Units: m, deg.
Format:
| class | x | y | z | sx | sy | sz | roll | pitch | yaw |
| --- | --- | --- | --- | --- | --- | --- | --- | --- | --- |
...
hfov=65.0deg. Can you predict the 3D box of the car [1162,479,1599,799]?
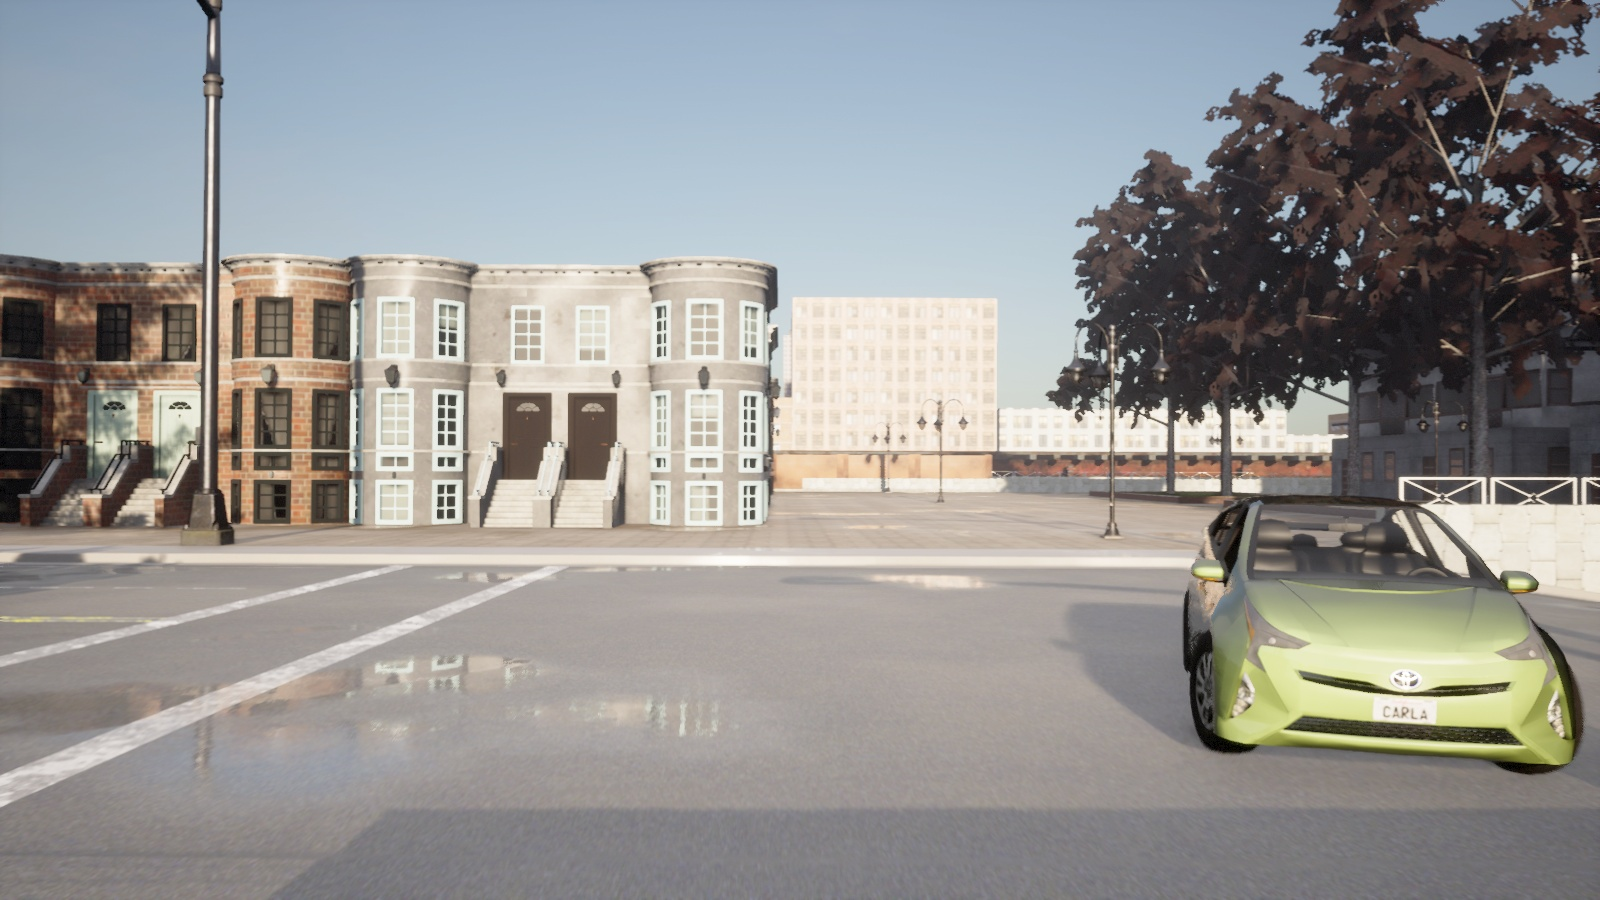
| class | x | y | z | sx | sy | sz | roll | pitch | yaw |
| --- | --- | --- | --- | --- | --- | --- | --- | --- | --- |
| car | 3.695 | 1.017 | 8.784 | 2.007 | 1.525 | 4.514 | 0 | 0 | 13 |
